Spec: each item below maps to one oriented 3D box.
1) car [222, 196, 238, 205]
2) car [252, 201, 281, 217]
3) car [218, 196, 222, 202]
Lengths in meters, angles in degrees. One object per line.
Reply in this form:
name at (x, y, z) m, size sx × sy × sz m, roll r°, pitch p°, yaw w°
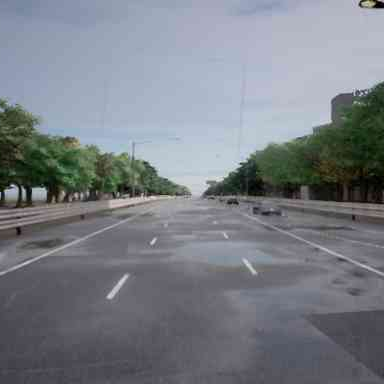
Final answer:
car at (6.985, 1.545, 58.921) m, size 1.837 × 1.490 × 4.892 m, roll 0°, pitch 0°, yaw 0°
car at (7.179, 1.589, 32.255) m, size 1.994 × 1.385 × 4.181 m, roll 0°, pitch 0°, yaw -3°
car at (7.029, 1.668, 76.582) m, size 2.033 × 1.411 × 5.357 m, roll 0°, pitch 0°, yaw 0°
